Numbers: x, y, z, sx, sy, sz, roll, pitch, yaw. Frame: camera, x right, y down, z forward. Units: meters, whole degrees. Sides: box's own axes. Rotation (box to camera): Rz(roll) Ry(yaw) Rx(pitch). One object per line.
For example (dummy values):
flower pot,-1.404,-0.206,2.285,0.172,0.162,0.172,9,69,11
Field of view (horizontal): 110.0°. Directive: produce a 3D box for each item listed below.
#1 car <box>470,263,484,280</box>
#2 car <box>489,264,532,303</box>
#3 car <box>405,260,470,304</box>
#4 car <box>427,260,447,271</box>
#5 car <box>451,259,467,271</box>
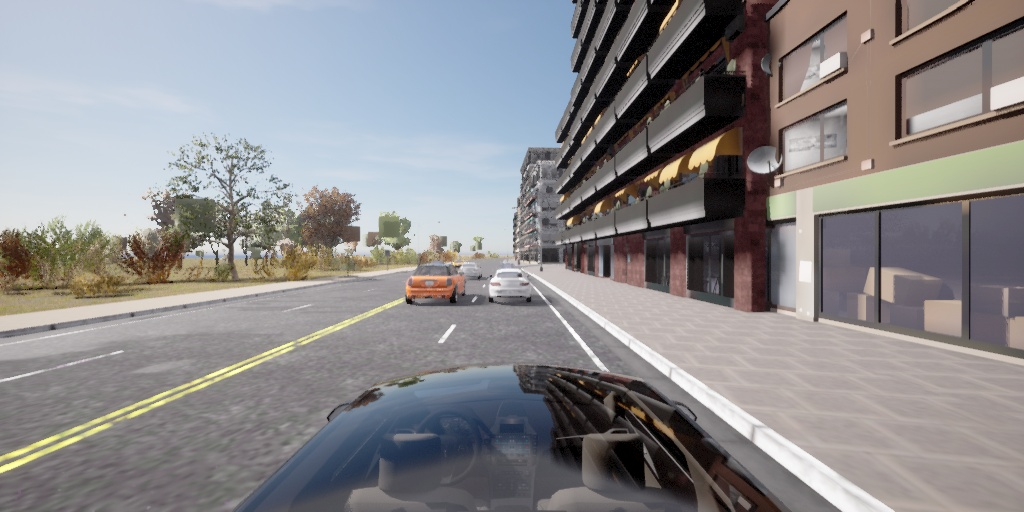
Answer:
car,-3.661,1.291,31.598,1.812,1.442,4.674,0,0,-2
car,-0.103,1.284,16.624,1.812,1.442,4.674,0,0,-1
car,-3.353,1.117,16.549,2.097,1.767,4.553,0,0,-1
car,-10.932,1.377,52.384,2.033,1.411,5.357,0,0,-3
car,-7.686,1.286,52.535,1.882,1.535,5.008,0,0,-3
